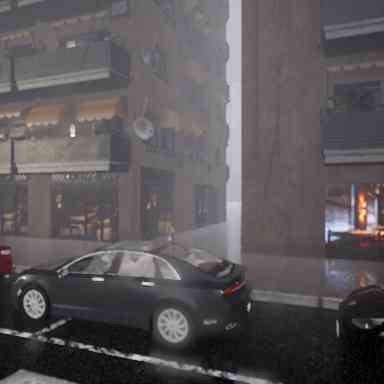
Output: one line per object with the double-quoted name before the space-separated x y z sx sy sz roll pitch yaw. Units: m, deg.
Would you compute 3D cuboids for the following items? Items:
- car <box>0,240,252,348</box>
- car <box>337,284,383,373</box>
"car" -1.162 1.547 5.943 4.403 1.369 2.008 0 0 21
"car" 4.105 1.564 3.953 4.313 1.339 1.947 0 0 21
